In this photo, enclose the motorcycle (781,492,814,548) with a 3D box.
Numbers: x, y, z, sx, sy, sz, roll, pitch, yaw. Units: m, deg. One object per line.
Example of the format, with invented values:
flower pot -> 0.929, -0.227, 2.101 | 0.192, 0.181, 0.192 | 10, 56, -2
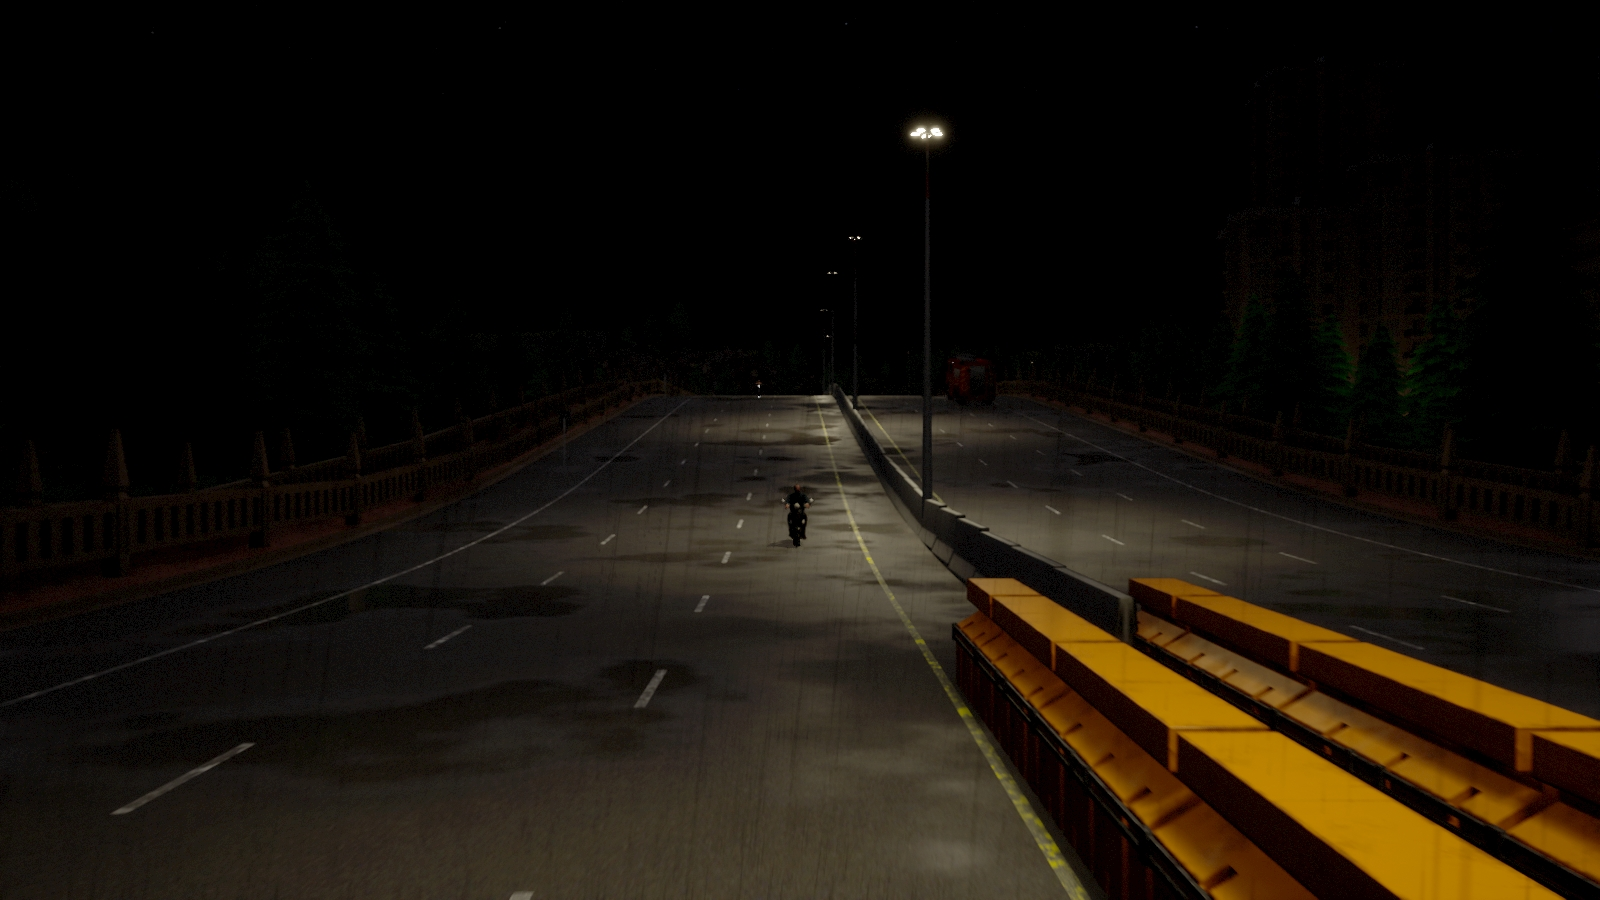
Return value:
motorcycle -> -0.076, 1.872, 30.747 | 0.856, 1.316, 1.805 | 0, 3, 0
